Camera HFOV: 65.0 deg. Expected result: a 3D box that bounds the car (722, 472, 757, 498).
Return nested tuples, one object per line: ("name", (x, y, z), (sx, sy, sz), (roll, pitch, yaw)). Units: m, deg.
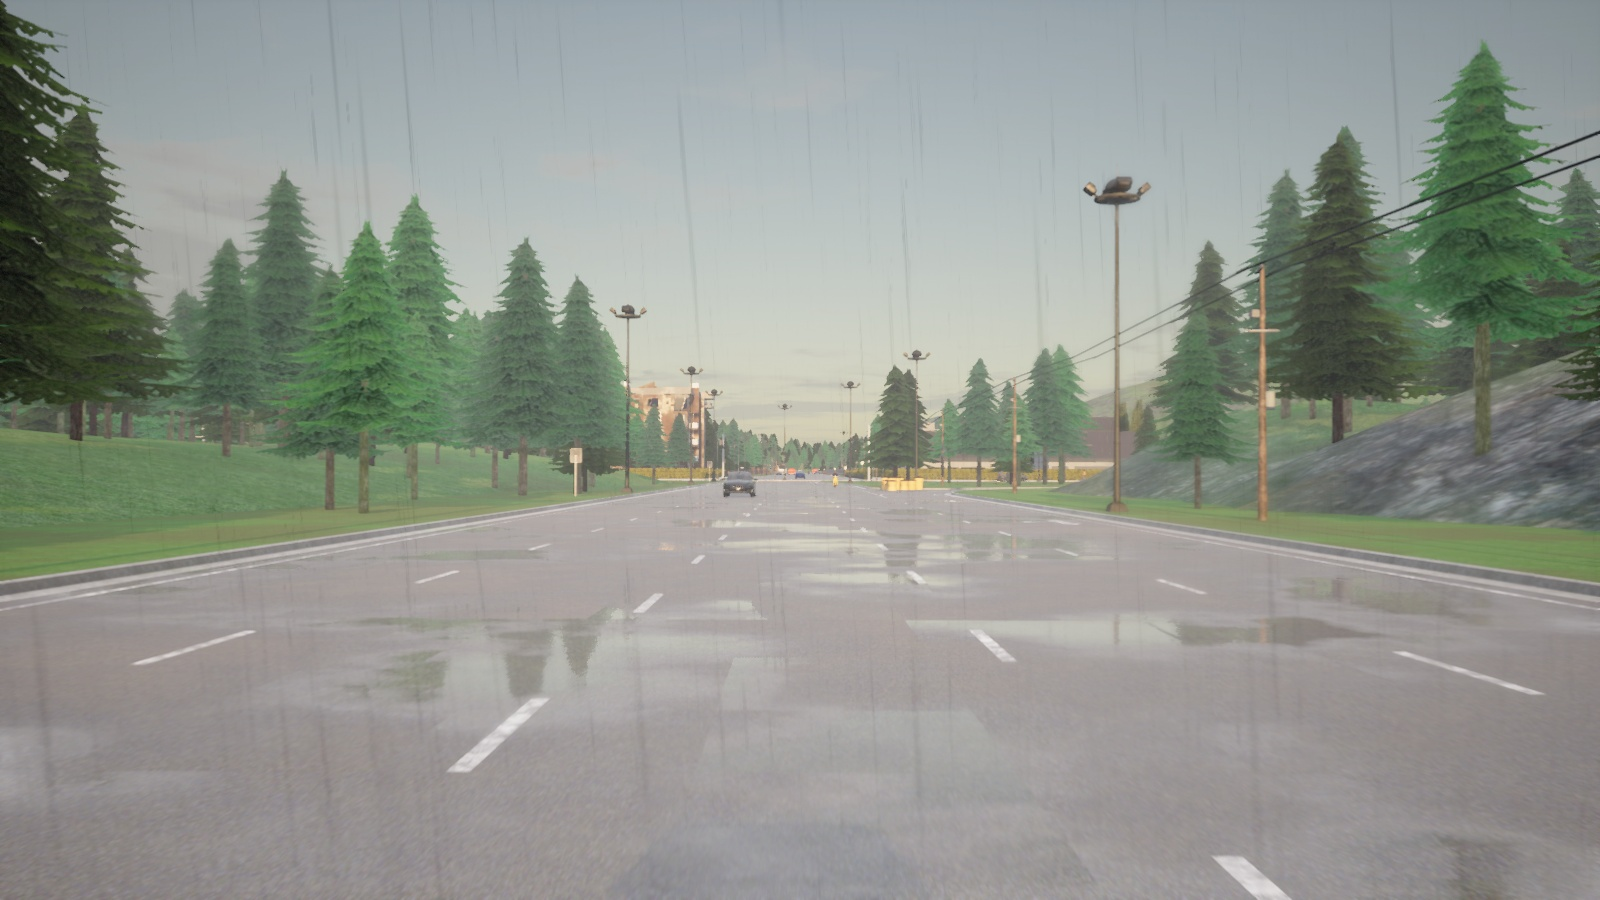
("car", (-3.599, 2.092, 75.216), (1.837, 1.490, 4.892), (0, -1, 0))
